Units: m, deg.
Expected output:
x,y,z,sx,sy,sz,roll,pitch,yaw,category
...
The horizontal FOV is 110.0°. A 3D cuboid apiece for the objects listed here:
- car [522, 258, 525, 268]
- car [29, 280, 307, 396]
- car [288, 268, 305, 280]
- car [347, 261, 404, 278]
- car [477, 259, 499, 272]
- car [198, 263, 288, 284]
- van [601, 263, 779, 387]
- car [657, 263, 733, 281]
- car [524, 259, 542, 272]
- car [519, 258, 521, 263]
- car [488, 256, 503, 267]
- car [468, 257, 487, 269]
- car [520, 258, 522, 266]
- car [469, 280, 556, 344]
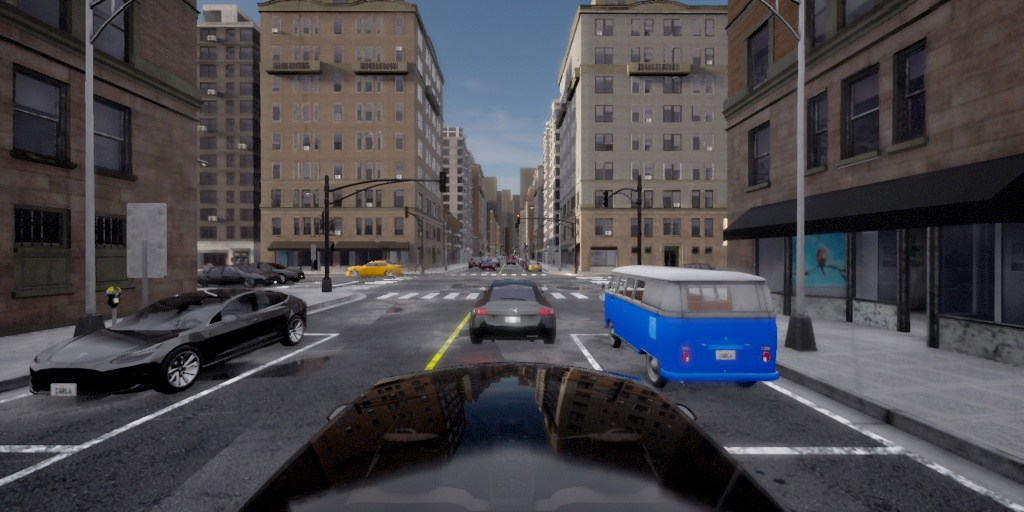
x,y,z,sx,sy,sz,roll,pitch,yaw,category
2.861,1.197,51.378,1.967,1.591,4.097,0,0,0,car
-5.644,1.317,6.703,1.948,1.339,4.313,0,0,0,car
-17.874,1.240,26.339,4.892,1.490,1.837,0,0,0,car
-12.521,1.212,33.001,5.008,1.535,1.882,0,1,-4,car
-3.060,1.359,46.991,1.895,1.301,4.718,0,0,0,car
-17.903,1.290,23.088,5.357,1.411,2.033,0,0,0,car
2.881,1.092,6.663,1.690,1.789,3.998,0,0,0,van
15.217,1.300,29.982,5.357,1.411,2.033,0,0,0,car
2.904,1.284,46.023,1.751,1.417,4.829,0,0,0,car
2.775,1.320,62.430,1.948,1.339,4.313,0,0,0,car
-3.161,1.232,65.133,1.882,1.535,5.008,0,0,0,car
-5.707,1.071,56.838,2.192,1.841,5.009,0,0,0,car
2.818,1.307,56.904,2.007,1.370,4.403,0,0,0,car
0.041,1.317,9.586,1.994,1.385,4.181,0,0,1,car
